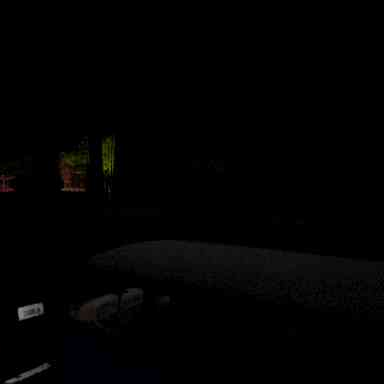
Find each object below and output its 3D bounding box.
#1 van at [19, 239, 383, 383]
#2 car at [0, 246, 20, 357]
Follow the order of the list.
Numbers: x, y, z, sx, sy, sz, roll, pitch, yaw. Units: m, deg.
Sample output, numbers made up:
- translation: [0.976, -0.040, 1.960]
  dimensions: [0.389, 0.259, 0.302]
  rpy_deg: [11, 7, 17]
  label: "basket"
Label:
- translation: [0.677, 1.342, 2.344]
  dimensions: [3.998, 1.788, 1.690]
  rpy_deg: [0, -1, 35]
  label: "van"
- translation: [-3.763, 1.575, 5.504]
  dimensions: [4.313, 1.339, 1.947]
  rpy_deg: [0, -1, 35]
  label: "car"
